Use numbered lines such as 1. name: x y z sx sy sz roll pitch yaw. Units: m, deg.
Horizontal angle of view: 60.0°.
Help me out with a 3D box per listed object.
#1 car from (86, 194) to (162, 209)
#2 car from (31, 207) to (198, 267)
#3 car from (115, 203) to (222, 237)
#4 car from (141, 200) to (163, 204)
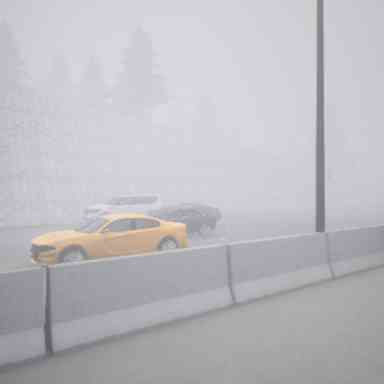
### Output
1. car: -4.397 1.177 22.336 5.566 2.045 2.150 0 0 -35
2. car: -2.476 1.457 10.819 5.008 1.535 1.882 0 0 -35
3. car: -0.984 1.467 16.173 4.892 1.490 1.837 0 0 -35
4. car: -0.340 1.440 20.922 4.902 1.511 2.128 0 0 -35
